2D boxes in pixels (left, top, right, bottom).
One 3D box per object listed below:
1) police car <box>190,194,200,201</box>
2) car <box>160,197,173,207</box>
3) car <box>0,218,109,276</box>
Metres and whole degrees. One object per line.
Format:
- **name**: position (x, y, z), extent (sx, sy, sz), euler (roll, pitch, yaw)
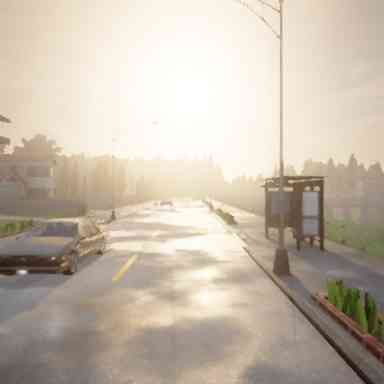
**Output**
- **police car**: position (1.170, 1.492, 91.182), extent (1.930, 1.638, 5.238), euler (-2, -1, 0)
- **car**: position (-4.054, 1.545, 53.510), extent (2.128, 1.511, 4.902), euler (0, 0, 1)
- **car**: position (-4.099, 1.558, 10.700), extent (2.033, 1.411, 5.357), euler (0, 0, 0)
